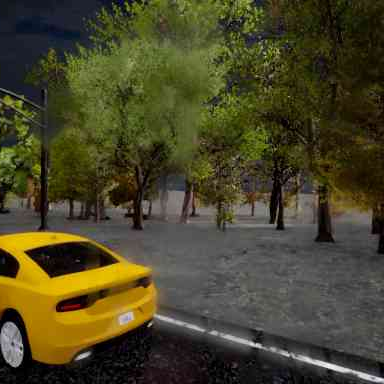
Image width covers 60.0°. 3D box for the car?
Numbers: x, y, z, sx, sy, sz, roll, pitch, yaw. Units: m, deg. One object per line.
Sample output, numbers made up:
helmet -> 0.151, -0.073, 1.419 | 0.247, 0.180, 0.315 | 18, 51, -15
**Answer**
car -> -2.864, 1.444, 5.726 | 5.008, 1.535, 1.882 | 1, 0, 35
